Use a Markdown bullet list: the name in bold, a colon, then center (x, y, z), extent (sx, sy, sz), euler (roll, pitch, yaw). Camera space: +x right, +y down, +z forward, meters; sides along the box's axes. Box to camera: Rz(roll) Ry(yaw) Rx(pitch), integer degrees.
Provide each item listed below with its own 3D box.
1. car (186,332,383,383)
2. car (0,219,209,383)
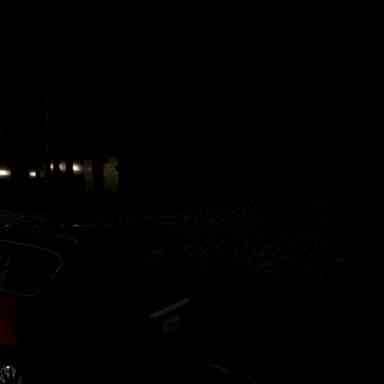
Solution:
- **car**: center (2.363, 1.547, 1.281), extent (4.507, 1.381, 1.887), euler (0, 0, 36)
- **car**: center (-2.127, 1.307, 4.499), extent (5.009, 1.841, 2.192), euler (0, 0, 36)
